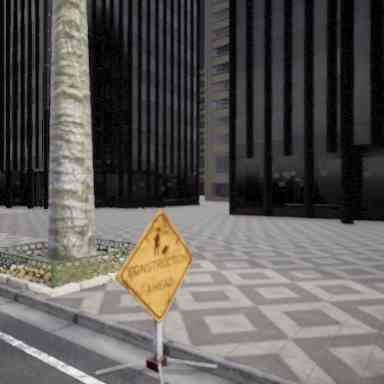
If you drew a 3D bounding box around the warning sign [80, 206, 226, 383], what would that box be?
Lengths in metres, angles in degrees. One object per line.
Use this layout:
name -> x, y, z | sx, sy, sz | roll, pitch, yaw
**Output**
warning sign -> -0.394, 1.120, 3.817 | 1.060, 1.860, 1.300 | 0, 0, 35
